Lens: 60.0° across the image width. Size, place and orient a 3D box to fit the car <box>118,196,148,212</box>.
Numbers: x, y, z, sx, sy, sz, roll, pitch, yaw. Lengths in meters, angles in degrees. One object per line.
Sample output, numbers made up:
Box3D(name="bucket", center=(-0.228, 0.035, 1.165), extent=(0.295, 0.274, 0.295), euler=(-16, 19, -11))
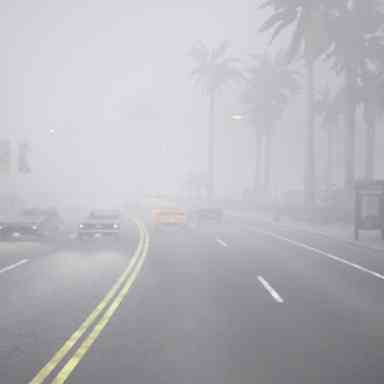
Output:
Box3D(name="car", center=(-7.057, 1.468, 37.976), extent=(2.033, 1.411, 5.357), euler=(1, 0, -25))

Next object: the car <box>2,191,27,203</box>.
Box3D(name="car", center=(-28.287, 1.006, 52.978), extent=(5.008, 1.535, 1.882), euler=(1, 0, 33))

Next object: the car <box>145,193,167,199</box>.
Box3D(name="car", center=(-4.859, 1.193, 41.447), extent=(2.150, 2.045, 5.566), euler=(1, 0, -27))

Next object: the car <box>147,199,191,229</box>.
Box3D(name="car", center=(-1.647, 1.479, 21.849), extent=(1.882, 1.535, 5.008), euler=(1, 0, -12))

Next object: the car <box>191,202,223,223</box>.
Box3D(name="car", center=(0.874, 1.536, 26.537), extent=(1.882, 1.535, 5.008), euler=(1, 0, -16))

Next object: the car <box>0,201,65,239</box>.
Box3D(name="car", center=(-7.860, 1.419, 16.795), extent=(2.033, 1.411, 5.357), euler=(1, 0, -9))

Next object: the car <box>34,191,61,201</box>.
Box3D(name="car", center=(-23.420, 0.841, 53.790), extent=(5.566, 2.045, 2.150), euler=(1, 0, 39))

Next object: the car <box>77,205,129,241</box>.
Box3D(name="car", center=(-4.326, 1.541, 16.379), extent=(1.895, 1.301, 4.718), euler=(1, 0, -9))
